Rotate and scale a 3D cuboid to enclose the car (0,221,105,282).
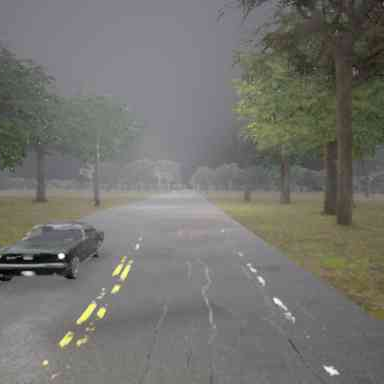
[{"bbox_3d":[-3.958,1.585,9.929,1.895,1.301,4.718,0,0,-4],"label":"car"}]
